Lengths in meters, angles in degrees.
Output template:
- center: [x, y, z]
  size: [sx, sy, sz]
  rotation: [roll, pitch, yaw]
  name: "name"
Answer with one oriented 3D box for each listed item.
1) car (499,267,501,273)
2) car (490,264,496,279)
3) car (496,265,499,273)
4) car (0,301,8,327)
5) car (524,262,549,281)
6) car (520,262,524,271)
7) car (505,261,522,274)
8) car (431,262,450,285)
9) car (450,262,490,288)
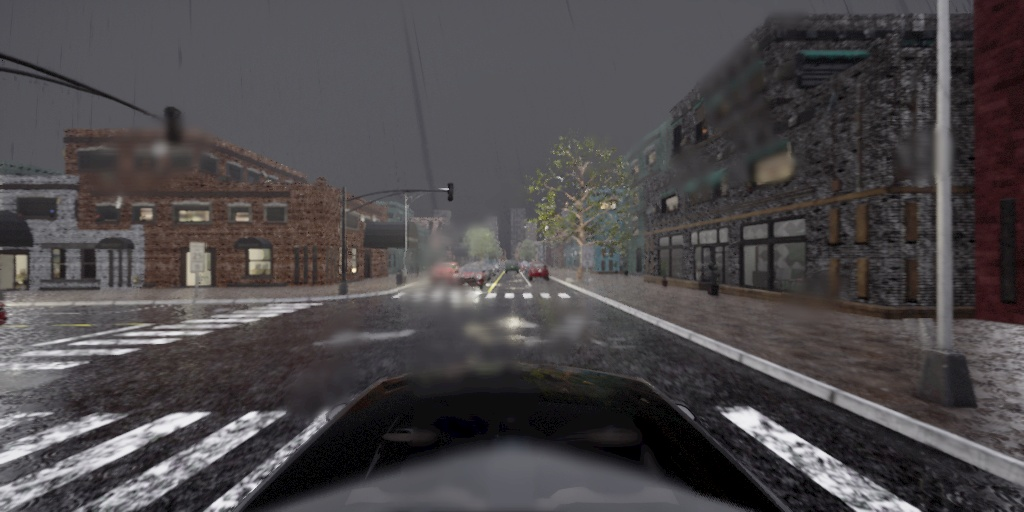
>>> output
- center: [-2.989, 2.216, 62.817]
  size: [2.033, 1.411, 5.357]
  rotation: [0, -1, 0]
  name: "car"
- center: [-3.089, 1.744, 37.214]
  size: [2.128, 1.511, 4.902]
  rotation: [0, -1, 0]
  name: "car"
- center: [-3.083, 1.902, 47.590]
  size: [1.837, 1.490, 4.892]
  rotation: [0, -1, 0]
  name: "car"
- center: [-18.057, 1.601, 10.444]
  size: [5.008, 1.535, 1.882]
  rotation: [-1, 0, -1]
  name: "car"
- center: [2.701, 1.563, 36.956]
  size: [2.192, 1.841, 5.009]
  rotation: [0, 0, 0]
  name: "car"
- center: [2.704, 2.034, 53.586]
  size: [2.007, 1.370, 4.403]
  rotation: [0, 0, 0]
  name: "car"
- center: [0.009, 1.753, 57.026]
  size: [2.150, 2.045, 5.566]
  rotation: [0, -1, 0]
  name: "car"
- center: [-5.681, 1.485, 31.413]
  size: [2.192, 1.841, 5.009]
  rotation: [0, 0, 0]
  name: "car"
- center: [-3.091, 1.461, 27.062]
  size: [2.097, 1.767, 4.553]
  rotation: [0, -1, 0]
  name: "car"
